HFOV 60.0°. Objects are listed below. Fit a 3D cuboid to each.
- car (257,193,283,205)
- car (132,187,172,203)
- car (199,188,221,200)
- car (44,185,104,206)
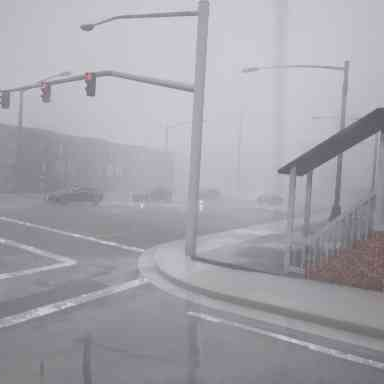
[{"bbox_3d":[9.620,0.781,40.767,1.994,1.385,4.181,5,3,36],"label":"car"},{"bbox_3d":[-4.007,0.235,34.100,1.837,1.490,4.892,5,3,36],"label":"car"},{"bbox_3d":[1.922,0.238,42.321,1.837,1.490,4.892,5,3,36],"label":"car"},{"bbox_3d":[-9.342,0.219,26.680,2.128,1.511,4.902,5,3,36],"label":"car"}]
